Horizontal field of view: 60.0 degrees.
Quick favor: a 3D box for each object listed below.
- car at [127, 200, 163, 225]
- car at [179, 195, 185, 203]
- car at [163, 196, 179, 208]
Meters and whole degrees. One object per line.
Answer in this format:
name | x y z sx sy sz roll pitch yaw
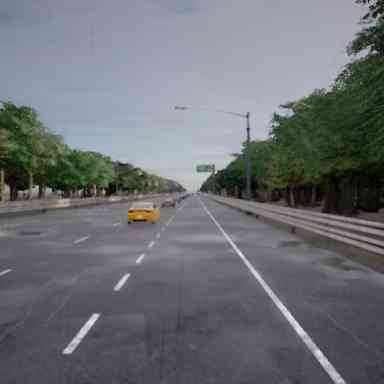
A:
car | -3.467 1.492 24.438 1.882 1.535 5.008 0 0 0
car | -3.218 1.613 71.897 2.033 1.411 5.357 0 0 0
car | -3.369 1.570 48.719 1.812 1.442 4.674 0 0 0
